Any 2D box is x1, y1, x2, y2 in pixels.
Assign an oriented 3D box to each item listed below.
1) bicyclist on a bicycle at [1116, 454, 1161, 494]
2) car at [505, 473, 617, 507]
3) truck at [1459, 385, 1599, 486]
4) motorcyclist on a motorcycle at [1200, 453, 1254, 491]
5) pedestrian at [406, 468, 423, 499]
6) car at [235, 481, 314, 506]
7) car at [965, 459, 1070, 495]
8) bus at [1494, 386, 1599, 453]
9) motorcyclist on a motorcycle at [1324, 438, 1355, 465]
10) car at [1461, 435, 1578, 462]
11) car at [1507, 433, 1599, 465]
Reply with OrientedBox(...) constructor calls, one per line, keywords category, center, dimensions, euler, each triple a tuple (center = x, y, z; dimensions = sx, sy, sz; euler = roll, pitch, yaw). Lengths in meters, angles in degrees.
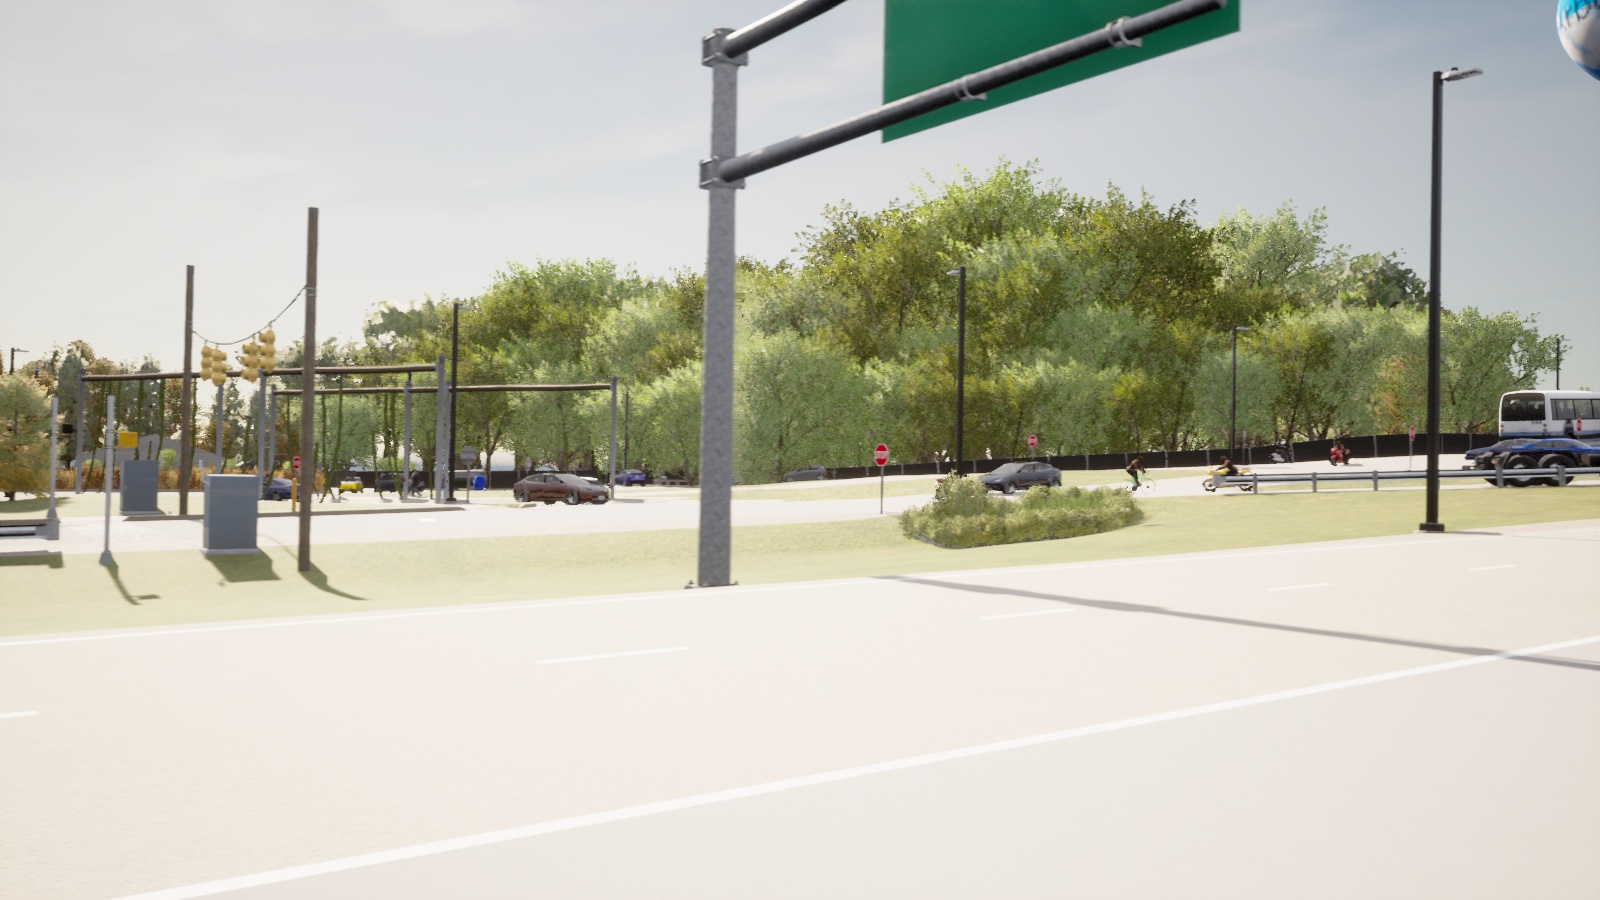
OrientedBox(category="bicyclist on a bicycle", center=(13.891, 0.992, 51.506), dimensions=(0.582, 1.620, 1.656), euler=(0, -3, -44))
OrientedBox(category="car", center=(-10.857, 1.822, 56.981), dimensions=(4.792, 1.488, 2.163), euler=(-2, -2, 32))
OrientedBox(category="truck", center=(28.895, -0.572, 45.869), dimensions=(7.936, 3.462, 2.891), euler=(-2, -1, 12))
OrientedBox(category="motorcyclist on a motorcycle", center=(17.720, 0.926, 52.164), dimensions=(2.044, 1.523, 0.797), euler=(-2, -2, 17))
OrientedBox(category="pedestrian", center=(-24.019, 2.092, 78.195), dimensions=(0.849, 1.883, 0.563), euler=(0, -1, 30))
OrientedBox(category="car", center=(-31.051, 2.553, 74.178), dimensions=(4.674, 1.442, 1.812), euler=(-1, -2, 29))
OrientedBox(category="car", center=(10.413, 1.273, 59.937), dimensions=(4.792, 1.488, 2.163), euler=(-2, 1, -36))
OrientedBox(category="bus", center=(51.695, -2.090, 85.010), dimensions=(10.273, 4.253, 3.944), euler=(-2, 1, -34))
OrientedBox(category="motorcyclist on a motorcycle", center=(32.272, 0.077, 75.112), dimensions=(2.044, 1.523, 0.797), euler=(-3, 2, -38))
OrientedBox(category="car", center=(40.597, -0.097, 71.011), dimensions=(2.033, 1.411, 5.357), euler=(-3, 2, -35))
OrientedBox(category="car", center=(40.094, -0.043, 65.761), dimensions=(1.882, 1.535, 5.008), euler=(-3, 1, -40))
